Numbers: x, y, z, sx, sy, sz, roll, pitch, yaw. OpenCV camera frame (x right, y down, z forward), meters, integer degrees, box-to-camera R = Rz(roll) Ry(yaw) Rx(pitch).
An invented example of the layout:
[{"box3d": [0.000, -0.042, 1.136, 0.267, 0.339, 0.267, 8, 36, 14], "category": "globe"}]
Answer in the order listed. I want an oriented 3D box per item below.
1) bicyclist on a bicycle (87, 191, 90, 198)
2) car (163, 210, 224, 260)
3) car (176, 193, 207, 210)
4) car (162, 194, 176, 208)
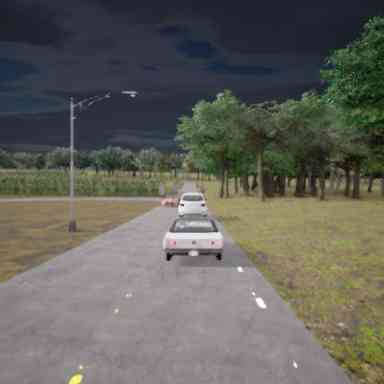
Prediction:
[{"box3d": [-23.416, 0.503, 75.120, 0.582, 1.620, 1.656, 0, 1, -11], "category": "bicyclist on a bicycle"}, {"box3d": [0.072, 1.562, 12.301, 1.895, 1.301, 4.718, 0, 0, 0], "category": "car"}, {"box3d": [0.080, 1.113, 27.575, 2.150, 2.045, 5.566, 0, 1, 0], "category": "car"}, {"box3d": [-2.820, 1.109, 44.002, 2.097, 1.767, 4.553, 0, 1, 0], "category": "car"}]
